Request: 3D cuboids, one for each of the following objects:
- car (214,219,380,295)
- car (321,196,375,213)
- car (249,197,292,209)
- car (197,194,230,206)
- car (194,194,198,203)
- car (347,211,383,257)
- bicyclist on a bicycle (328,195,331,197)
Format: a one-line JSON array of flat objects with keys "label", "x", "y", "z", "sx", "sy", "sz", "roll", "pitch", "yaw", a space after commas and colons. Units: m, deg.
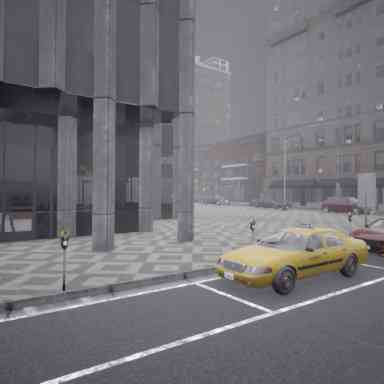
[{"label": "car", "x": 2.779, "y": 1.527, "z": 8.732, "sx": 4.829, "sy": 1.417, "sz": 1.752, "roll": 0, "pitch": 1, "yaw": -35}, {"label": "car", "x": 14.569, "y": 1.198, "z": 31.145, "sx": 2.097, "sy": 1.767, "sz": 4.553, "roll": 1, "pitch": 0, "yaw": -35}, {"label": "car", "x": 9.062, "y": 1.307, "z": 38.965, "sx": 2.033, "sy": 1.411, "sz": 5.357, "roll": 1, "pitch": 0, "yaw": -35}, {"label": "car", "x": 3.393, "y": 1.161, "z": 47.036, "sx": 2.128, "sy": 1.511, "sz": 4.902, "roll": 1, "pitch": 0, "yaw": -35}, {"label": "car", "x": 0.368, "y": 1.103, "z": 56.877, "sx": 2.128, "sy": 1.511, "sz": 4.902, "roll": 1, "pitch": 0, "yaw": -35}, {"label": "car", "x": 7.498, "y": 1.547, "z": 12.095, "sx": 4.507, "sy": 1.381, "sz": 1.887, "roll": 0, "pitch": 1, "yaw": -35}, {"label": "bicyclist on a bicycle", "x": 16.339, "y": 1.159, "z": 39.468, "sx": 1.656, "sy": 1.620, "sz": 0.582, "roll": 0, "pitch": 0, "yaw": -35}]
